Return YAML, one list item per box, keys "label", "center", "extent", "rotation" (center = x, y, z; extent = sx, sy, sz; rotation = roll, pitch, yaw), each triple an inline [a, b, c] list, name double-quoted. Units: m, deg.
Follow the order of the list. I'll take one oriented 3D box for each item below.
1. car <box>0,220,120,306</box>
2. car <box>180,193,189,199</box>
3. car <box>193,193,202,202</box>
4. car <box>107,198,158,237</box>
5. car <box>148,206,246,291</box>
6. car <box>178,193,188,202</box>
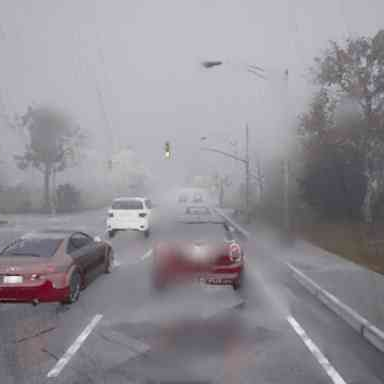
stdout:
- label: "car"
  center: [-3.327, 1.625, 8.250]
  extent: [1.994, 1.385, 4.181]
  rotation: [0, 0, 1]
- label: "car"
  center: [-1.988, 0.976, 85.004]
  extent: [2.033, 1.411, 5.357]
  rotation: [0, 3, 1]
- label: "car"
  center: [1.313, 1.564, 74.929]
  extent: [1.812, 1.442, 4.674]
  rotation: [0, 3, 1]
- label: "car"
  center: [-3.251, 1.358, 19.052]
  extent: [2.150, 2.045, 5.566]
  rotation: [0, -1, 0]
- label: "car"
  center: [0.186, 1.421, 9.399]
  extent: [2.097, 1.767, 4.553]
  rotation: [0, -1, 1]
- label: "car"
  center: [-2.187, 1.592, 75.000]
  extent: [1.994, 1.385, 4.181]
  rotation: [0, 3, 1]
